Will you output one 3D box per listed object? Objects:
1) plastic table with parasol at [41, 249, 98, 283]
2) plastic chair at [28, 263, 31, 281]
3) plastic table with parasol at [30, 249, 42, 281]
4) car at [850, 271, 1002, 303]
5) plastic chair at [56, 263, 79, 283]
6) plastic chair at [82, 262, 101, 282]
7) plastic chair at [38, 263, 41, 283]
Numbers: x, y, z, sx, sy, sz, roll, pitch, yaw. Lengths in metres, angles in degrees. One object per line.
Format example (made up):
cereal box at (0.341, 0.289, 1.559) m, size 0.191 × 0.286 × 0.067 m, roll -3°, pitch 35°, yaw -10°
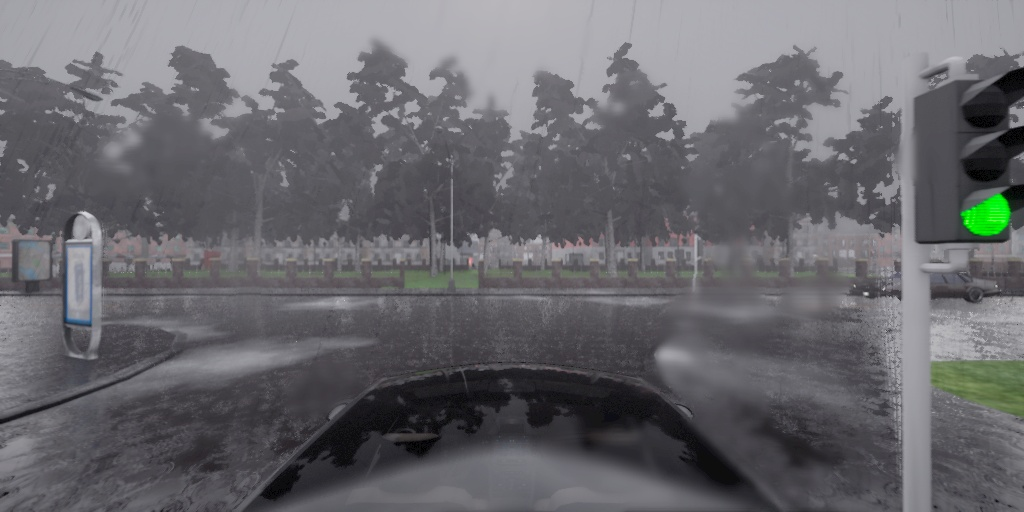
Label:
plastic table with parasol at (-39.190, 0.846, 31.863) m, size 2.482 × 2.480 × 2.482 m, roll 0°, pitch 0°, yaw -40°
plastic chair at (-44.619, 1.456, 33.756) m, size 0.730 × 1.272 × 0.750 m, roll 0°, pitch 0°, yaw -41°
plastic table with parasol at (-43.611, 0.785, 34.506) m, size 2.482 × 2.480 × 2.482 m, roll 0°, pitch 0°, yaw -39°
car at (19.148, 1.373, 16.706) m, size 5.357 × 1.411 × 2.033 m, roll 0°, pitch 0°, yaw 0°
plastic chair at (-38.287, 1.452, 30.890) m, size 0.750 × 1.272 × 0.730 m, roll 0°, pitch 0°, yaw -35°
plastic chair at (-38.192, 1.451, 32.596) m, size 0.730 × 1.272 × 0.750 m, roll 0°, pitch 0°, yaw -40°
plastic chair at (-40.220, 1.441, 31.118) m, size 0.730 × 1.272 × 0.750 m, roll 0°, pitch 0°, yaw -40°
